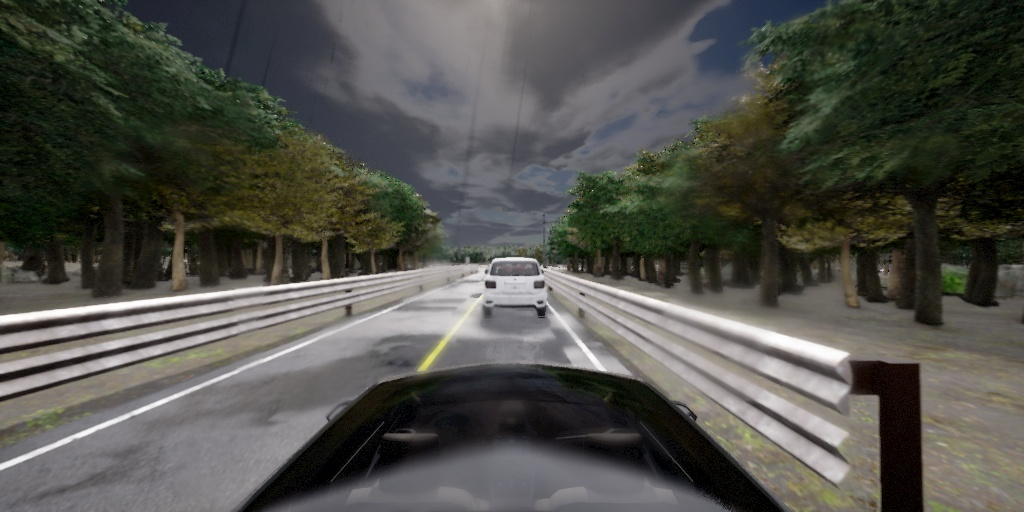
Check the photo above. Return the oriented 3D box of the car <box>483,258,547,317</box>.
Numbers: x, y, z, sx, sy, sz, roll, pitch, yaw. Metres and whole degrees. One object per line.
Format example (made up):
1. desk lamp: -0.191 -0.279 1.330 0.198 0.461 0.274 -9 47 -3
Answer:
1. car: 0.096 1.107 13.939 2.150 2.045 5.566 0 -1 0
